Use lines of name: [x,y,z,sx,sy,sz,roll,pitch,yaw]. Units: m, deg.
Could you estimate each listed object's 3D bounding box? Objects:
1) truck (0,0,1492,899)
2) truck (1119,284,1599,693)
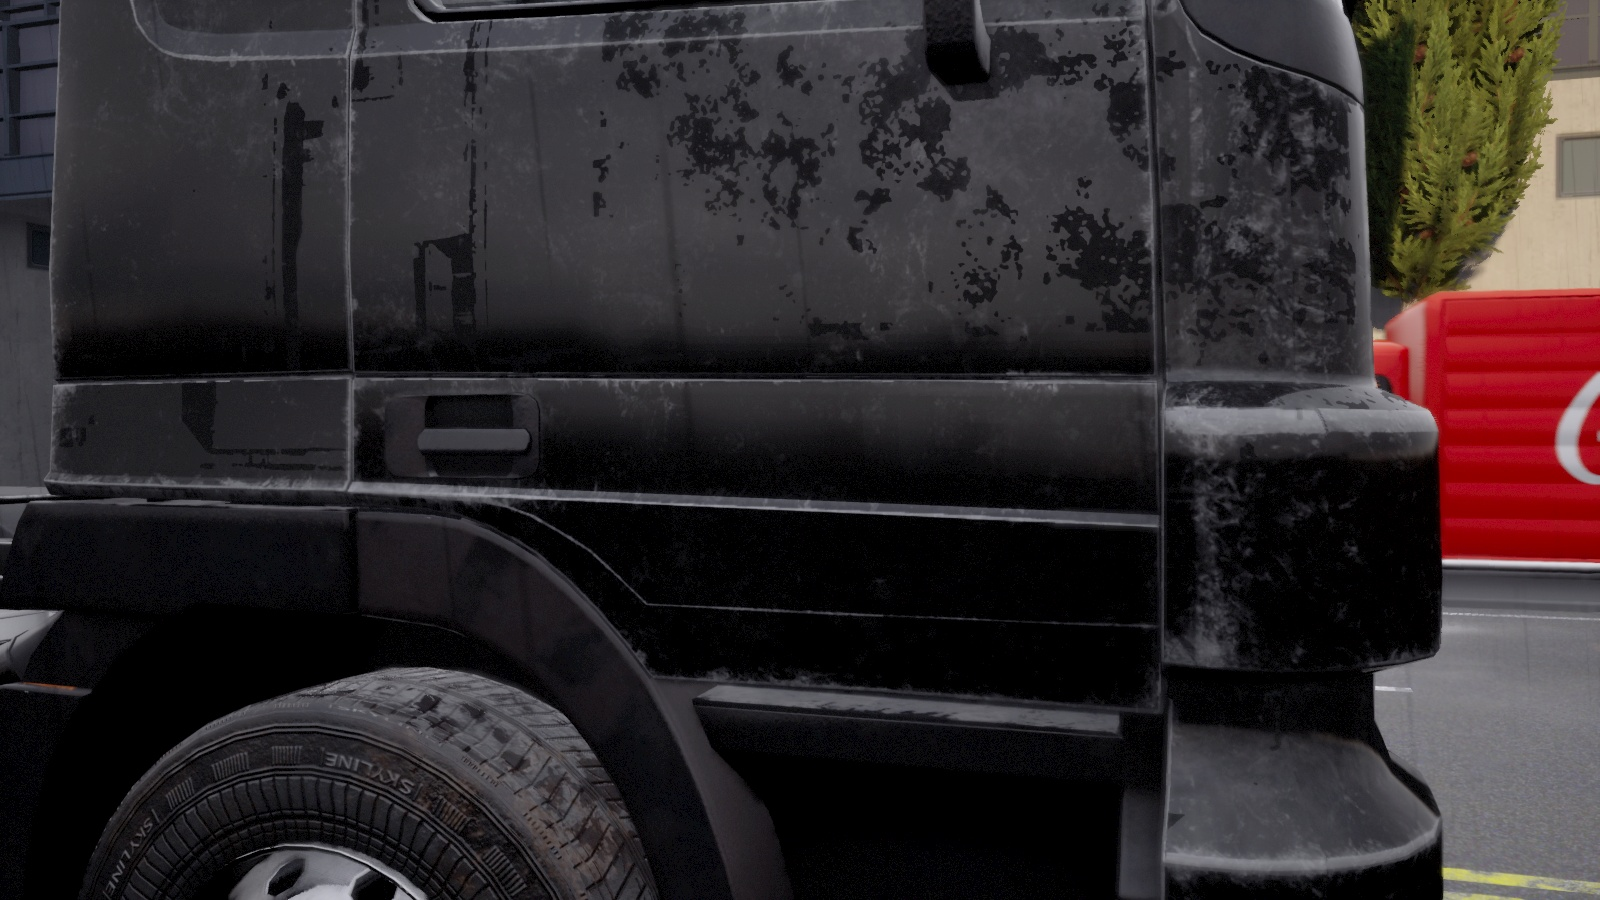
truck: [-2.510,-0.230,4.057,7.936,3.462,2.891,1,1,19]
truck: [5.045,0.216,8.883,5.204,2.467,2.627,1,1,18]
